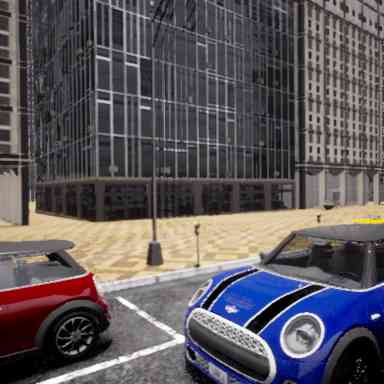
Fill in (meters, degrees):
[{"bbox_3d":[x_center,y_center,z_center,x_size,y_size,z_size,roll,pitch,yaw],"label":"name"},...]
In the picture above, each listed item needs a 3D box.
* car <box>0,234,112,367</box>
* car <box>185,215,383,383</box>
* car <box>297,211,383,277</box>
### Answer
[{"bbox_3d":[-3.258,1.443,4.242,4.097,1.590,1.967,-1,0,-35],"label":"car"},{"bbox_3d":[2.109,1.316,4.830,4.553,1.767,2.097,-1,0,-35],"label":"car"},{"bbox_3d":[5.607,1.441,10.558,4.829,1.417,1.752,-1,0,-35],"label":"car"}]
